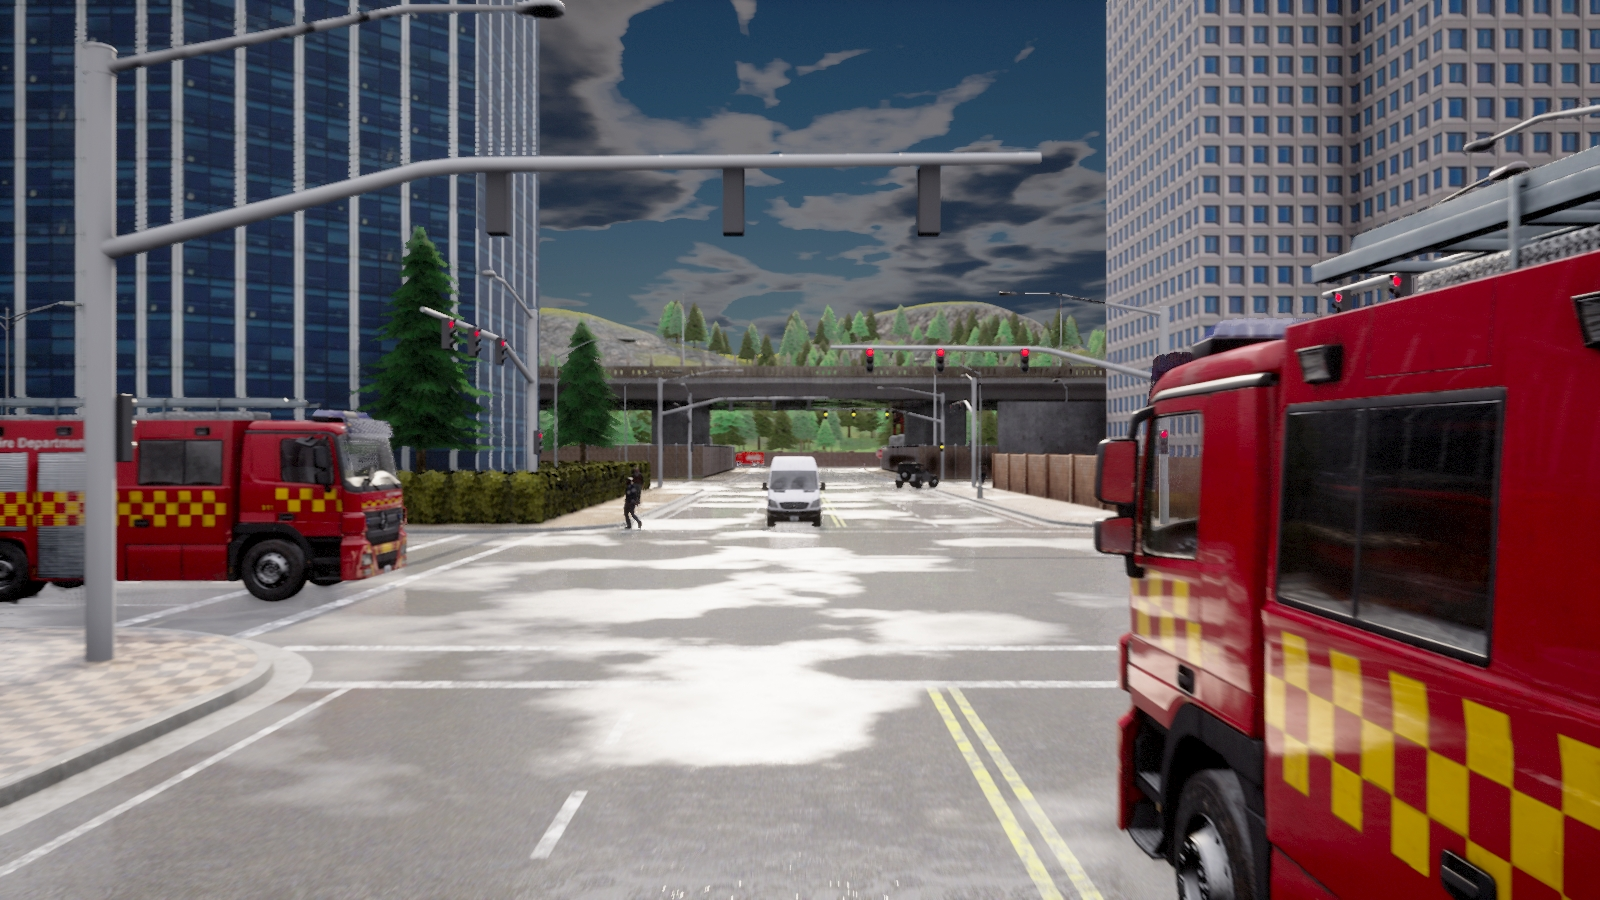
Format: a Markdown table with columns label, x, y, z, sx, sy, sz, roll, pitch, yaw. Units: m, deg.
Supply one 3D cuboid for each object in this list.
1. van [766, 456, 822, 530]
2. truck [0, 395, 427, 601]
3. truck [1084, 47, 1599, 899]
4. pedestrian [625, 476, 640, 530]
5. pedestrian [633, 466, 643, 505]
| label | x | y | z | sx | sy | sz | roll | pitch | yaw |
| --- | --- | --- | --- | --- | --- | --- | --- | --- | --- |
| van | -0.239 | 1.535 | 43.241 | 1.988 | 2.561 | 5.915 | 0 | 0 | -1 |
| truck | -12.094 | 0.891 | 22.659 | 8.468 | 3.827 | 2.891 | 0 | 0 | -1 |
| truck | 3.468 | 0.891 | 3.830 | 2.891 | 3.827 | 8.468 | 0 | 0 | 0 |
| pedestrian | -5.852 | 1.849 | 39.934 | 0.375 | 1.860 | 0.375 | 0 | 0 | 20 |
| pedestrian | -7.727 | 1.697 | 54.514 | 0.375 | 1.860 | 0.375 | 0 | 0 | 2 |
